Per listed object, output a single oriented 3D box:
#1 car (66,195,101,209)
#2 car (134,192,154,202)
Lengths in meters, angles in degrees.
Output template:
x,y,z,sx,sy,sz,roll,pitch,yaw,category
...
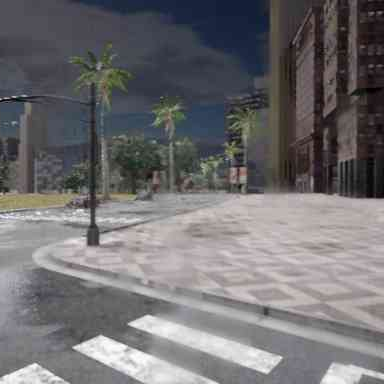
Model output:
x,y,z,sx,sy,sz,roll,pitch,yaw,category
-11.713,1.015,36.324,1.812,1.442,4.674,0,1,15,car
-7.603,0.713,53.146,1.837,1.490,4.892,0,1,13,car
